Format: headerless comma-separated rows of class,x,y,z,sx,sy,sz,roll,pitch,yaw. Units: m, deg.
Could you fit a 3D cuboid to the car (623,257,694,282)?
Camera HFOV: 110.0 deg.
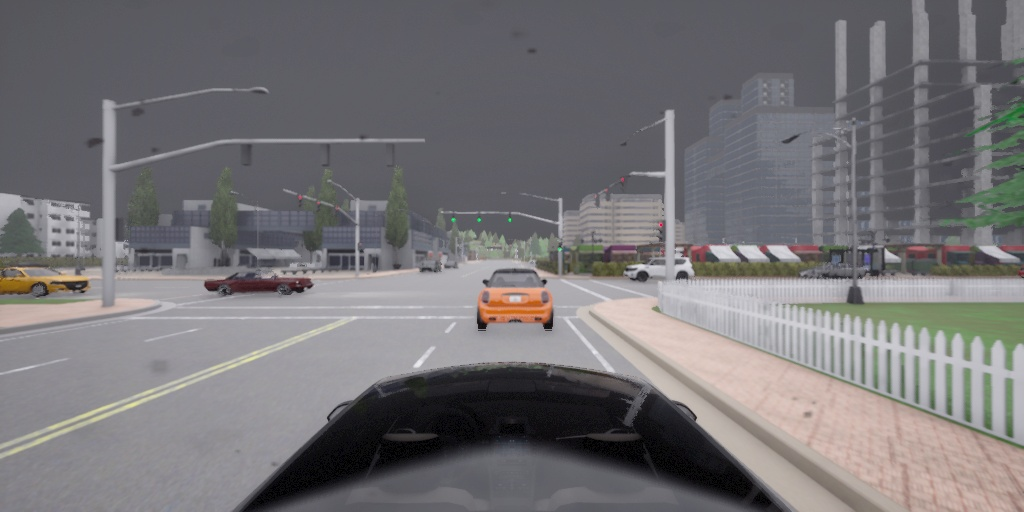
car,12.332,1.115,30.217,5.566,2.045,2.150,0,0,-1

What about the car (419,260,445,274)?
car,-10.595,1.327,46.693,2.097,1.767,4.553,0,0,0

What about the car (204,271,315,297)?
car,-13.280,1.438,19.121,4.718,1.301,1.895,0,0,-4

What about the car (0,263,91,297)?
car,-25.290,1.313,18.808,5.008,1.535,1.882,0,0,-1

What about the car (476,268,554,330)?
car,0.092,1.151,11.498,2.097,1.767,4.553,0,0,0

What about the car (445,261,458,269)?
car,-10.537,1.558,62.454,1.837,1.490,4.892,0,0,1

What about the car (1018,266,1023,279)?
car,47.583,1.141,31.007,5.566,2.045,2.150,0,0,-1

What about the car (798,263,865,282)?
car,27.182,1.386,30.588,4.902,1.511,2.128,0,0,-1
